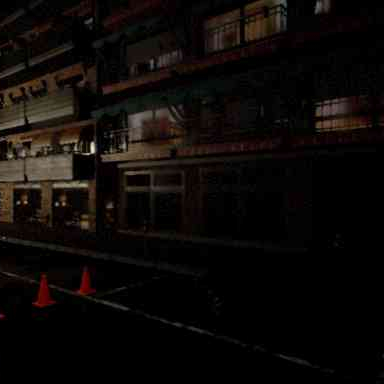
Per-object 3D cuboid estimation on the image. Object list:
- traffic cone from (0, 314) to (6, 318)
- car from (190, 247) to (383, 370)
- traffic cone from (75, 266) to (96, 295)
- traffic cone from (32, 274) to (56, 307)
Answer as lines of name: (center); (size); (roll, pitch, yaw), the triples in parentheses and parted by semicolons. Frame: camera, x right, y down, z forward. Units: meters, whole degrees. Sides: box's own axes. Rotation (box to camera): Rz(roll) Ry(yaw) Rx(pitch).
traffic cone: (-3.617, 1.981, 6.014); (0.340, 0.580, 0.340); (0, 0, 36)
car: (1.976, 1.617, 5.601); (4.313, 1.339, 1.947); (0, 0, 36)
traffic cone: (-2.438, 1.998, 7.629); (0.340, 0.580, 0.340); (0, 0, 36)
traffic cone: (-3.028, 1.990, 6.821); (0.340, 0.580, 0.340); (0, 0, 36)
